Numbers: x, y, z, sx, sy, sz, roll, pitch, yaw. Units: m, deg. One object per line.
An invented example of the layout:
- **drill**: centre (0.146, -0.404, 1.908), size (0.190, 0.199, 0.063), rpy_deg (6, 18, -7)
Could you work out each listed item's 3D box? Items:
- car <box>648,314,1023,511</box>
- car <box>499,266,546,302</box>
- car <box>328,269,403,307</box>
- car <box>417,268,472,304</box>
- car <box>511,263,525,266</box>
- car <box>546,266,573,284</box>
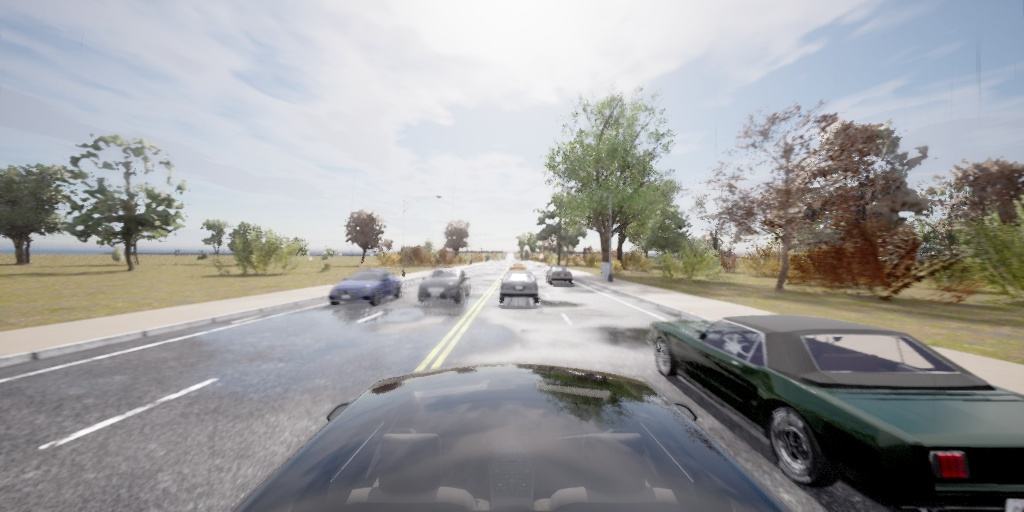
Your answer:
- **car**: centre (3.432, 1.396, 4.577), size (1.895, 1.301, 4.718), rpy_deg (0, 0, 1)
- **car**: centre (0.349, 1.408, 17.762), size (2.033, 1.411, 5.357), rpy_deg (0, 0, 1)
- **car**: centre (-6.326, 1.325, 16.085), size (1.812, 1.442, 4.674), rpy_deg (0, 0, 1)
- **car**: centre (-3.057, 1.323, 17.019), size (2.128, 1.511, 4.902), rpy_deg (0, -1, 1)
- **car**: centre (0.691, 1.478, 40.297), size (1.882, 1.535, 5.008), rpy_deg (0, 0, 1)
- **car**: centre (3.787, 1.505, 29.337), size (2.033, 1.411, 5.357), rpy_deg (0, 0, 1)
